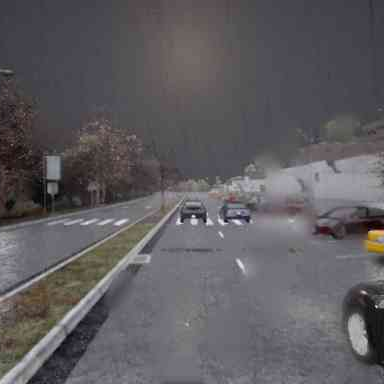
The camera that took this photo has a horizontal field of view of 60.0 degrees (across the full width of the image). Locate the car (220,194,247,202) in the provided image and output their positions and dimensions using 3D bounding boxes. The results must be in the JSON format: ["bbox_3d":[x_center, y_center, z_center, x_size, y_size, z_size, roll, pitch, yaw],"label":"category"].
[{"bbox_3d":[8.104,1.106,64.723,4.792,1.488,2.163,1,1,-20],"label":"car"}]

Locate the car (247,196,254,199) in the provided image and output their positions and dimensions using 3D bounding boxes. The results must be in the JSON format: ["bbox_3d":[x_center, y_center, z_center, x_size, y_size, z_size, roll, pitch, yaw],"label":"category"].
[{"bbox_3d":[8.070,1.379,31.887,4.674,1.452,2.002,1,0,-20],"label":"car"}]

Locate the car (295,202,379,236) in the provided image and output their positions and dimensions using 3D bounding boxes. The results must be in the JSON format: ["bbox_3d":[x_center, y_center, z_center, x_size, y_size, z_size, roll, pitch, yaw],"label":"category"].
[{"bbox_3d":[8.047,1.459,16.863,4.792,1.488,2.163,1,1,-20],"label":"car"}]

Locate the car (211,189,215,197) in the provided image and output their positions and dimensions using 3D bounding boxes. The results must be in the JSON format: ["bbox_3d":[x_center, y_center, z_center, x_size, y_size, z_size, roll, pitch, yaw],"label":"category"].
[{"bbox_3d":[7.906,0.802,79.562,5.366,1.575,1.946,0,2,-20],"label":"car"}]

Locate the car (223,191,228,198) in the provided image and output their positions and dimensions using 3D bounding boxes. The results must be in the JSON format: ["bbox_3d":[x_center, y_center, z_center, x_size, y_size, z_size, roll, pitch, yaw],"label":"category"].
[{"bbox_3d":[8.106,0.979,49.797,5.566,2.045,2.435,1,0,-20],"label":"car"}]

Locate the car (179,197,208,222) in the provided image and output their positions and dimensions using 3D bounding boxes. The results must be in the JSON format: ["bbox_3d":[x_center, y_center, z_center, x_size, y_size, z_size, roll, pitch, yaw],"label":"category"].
[{"bbox_3d":[0.103,1.397,24.861,1.837,1.490,4.892,0,0,0],"label":"car"}]

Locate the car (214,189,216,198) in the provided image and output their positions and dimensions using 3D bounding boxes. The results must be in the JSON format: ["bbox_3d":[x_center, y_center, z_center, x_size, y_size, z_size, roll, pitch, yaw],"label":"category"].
[{"bbox_3d":[8.051,0.800,73.651,4.553,1.767,2.185,0,1,-20],"label":"car"}]

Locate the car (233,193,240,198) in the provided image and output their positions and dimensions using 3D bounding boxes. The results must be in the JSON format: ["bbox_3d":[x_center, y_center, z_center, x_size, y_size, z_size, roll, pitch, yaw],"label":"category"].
[{"bbox_3d":[8.069,1.286,40.834,4.892,1.521,2.231,1,0,-20],"label":"car"}]

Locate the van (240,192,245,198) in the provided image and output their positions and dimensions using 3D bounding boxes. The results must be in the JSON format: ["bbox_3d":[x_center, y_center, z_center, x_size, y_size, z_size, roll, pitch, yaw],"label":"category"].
[{"bbox_3d":[8.186,1.079,37.893,4.442,1.987,1.878,1,0,-20],"label":"van"}]

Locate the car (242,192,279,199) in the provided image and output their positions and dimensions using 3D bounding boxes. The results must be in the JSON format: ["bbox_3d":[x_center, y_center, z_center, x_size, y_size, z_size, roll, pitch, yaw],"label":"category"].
[{"bbox_3d":[8.047,1.195,34.859,4.553,1.767,2.185,1,0,-20],"label":"car"}]

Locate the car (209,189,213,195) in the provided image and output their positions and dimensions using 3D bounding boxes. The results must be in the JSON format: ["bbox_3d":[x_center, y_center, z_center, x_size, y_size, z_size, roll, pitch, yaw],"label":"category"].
[{"bbox_3d":[7.907,0.678,85.527,5.366,1.575,1.946,0,1,-20],"label":"car"}]

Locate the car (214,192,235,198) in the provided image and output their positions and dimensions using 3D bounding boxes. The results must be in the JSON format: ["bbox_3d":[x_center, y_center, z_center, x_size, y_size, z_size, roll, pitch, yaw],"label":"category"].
[{"bbox_3d":[8.106,0.774,82.624,4.792,1.488,2.163,0,1,-20],"label":"car"}]

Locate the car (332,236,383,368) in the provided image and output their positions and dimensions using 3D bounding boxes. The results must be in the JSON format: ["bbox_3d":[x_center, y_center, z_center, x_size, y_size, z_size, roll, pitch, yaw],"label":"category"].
[{"bbox_3d":[3.101,1.504,2.933,1.837,1.490,4.892,0,0,0],"label":"car"}]

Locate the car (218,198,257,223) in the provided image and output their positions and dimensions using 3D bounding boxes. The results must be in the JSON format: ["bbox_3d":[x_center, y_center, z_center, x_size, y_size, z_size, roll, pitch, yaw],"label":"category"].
[{"bbox_3d":[3.102,1.441,24.704,2.033,1.411,5.357,0,0,0],"label":"car"}]

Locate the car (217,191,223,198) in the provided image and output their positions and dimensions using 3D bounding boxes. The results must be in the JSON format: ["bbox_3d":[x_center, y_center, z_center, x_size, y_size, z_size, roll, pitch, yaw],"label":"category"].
[{"bbox_3d":[7.905,1.110,61.654,5.366,1.575,1.946,1,1,-20],"label":"car"}]

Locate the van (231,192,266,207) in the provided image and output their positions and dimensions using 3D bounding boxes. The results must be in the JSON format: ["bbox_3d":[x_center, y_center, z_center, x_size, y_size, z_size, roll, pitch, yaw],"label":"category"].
[{"bbox_3d":[7.971,1.022,46.754,4.442,1.987,1.878,1,1,-20],"label":"van"}]

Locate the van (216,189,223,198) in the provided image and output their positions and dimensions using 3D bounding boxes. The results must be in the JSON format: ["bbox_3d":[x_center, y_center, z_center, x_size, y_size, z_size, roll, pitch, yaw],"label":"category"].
[{"bbox_3d":[7.973,0.755,70.623,4.442,1.987,1.878,0,1,-20],"label":"van"}]

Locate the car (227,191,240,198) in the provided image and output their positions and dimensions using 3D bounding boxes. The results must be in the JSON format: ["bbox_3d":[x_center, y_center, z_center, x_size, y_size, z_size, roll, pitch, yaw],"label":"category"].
[{"bbox_3d":[8.054,1.015,43.801,5.566,2.045,2.435,1,1,-20],"label":"car"}]

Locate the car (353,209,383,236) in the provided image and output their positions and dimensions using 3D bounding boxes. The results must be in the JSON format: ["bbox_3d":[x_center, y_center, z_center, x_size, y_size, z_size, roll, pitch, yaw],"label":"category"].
[{"bbox_3d":[8.244,1.462,10.939,5.366,1.575,1.946,1,0,-20],"label":"car"}]

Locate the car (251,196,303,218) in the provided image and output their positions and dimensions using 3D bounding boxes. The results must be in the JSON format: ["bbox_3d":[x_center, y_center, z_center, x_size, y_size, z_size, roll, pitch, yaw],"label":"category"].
[{"bbox_3d":[8.048,1.387,28.869,4.792,1.488,2.163,1,1,-20],"label":"car"}]

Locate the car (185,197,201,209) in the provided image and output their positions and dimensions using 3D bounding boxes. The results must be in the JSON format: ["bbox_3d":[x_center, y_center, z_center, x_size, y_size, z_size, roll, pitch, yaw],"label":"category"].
[{"bbox_3d":[0.105,1.349,42.502,1.994,1.385,4.181,0,0,0],"label":"car"}]

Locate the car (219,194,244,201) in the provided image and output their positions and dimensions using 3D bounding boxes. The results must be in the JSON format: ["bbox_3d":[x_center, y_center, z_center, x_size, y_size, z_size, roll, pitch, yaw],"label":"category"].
[{"bbox_3d":[8.073,1.069,67.695,4.674,1.452,2.002,0,1,-20],"label":"car"}]

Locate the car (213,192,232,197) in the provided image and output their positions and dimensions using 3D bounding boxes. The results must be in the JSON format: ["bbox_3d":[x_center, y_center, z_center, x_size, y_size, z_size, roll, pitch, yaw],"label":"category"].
[{"bbox_3d":[8.076,0.663,88.576,4.674,1.452,2.002,0,1,-20],"label":"car"}]
